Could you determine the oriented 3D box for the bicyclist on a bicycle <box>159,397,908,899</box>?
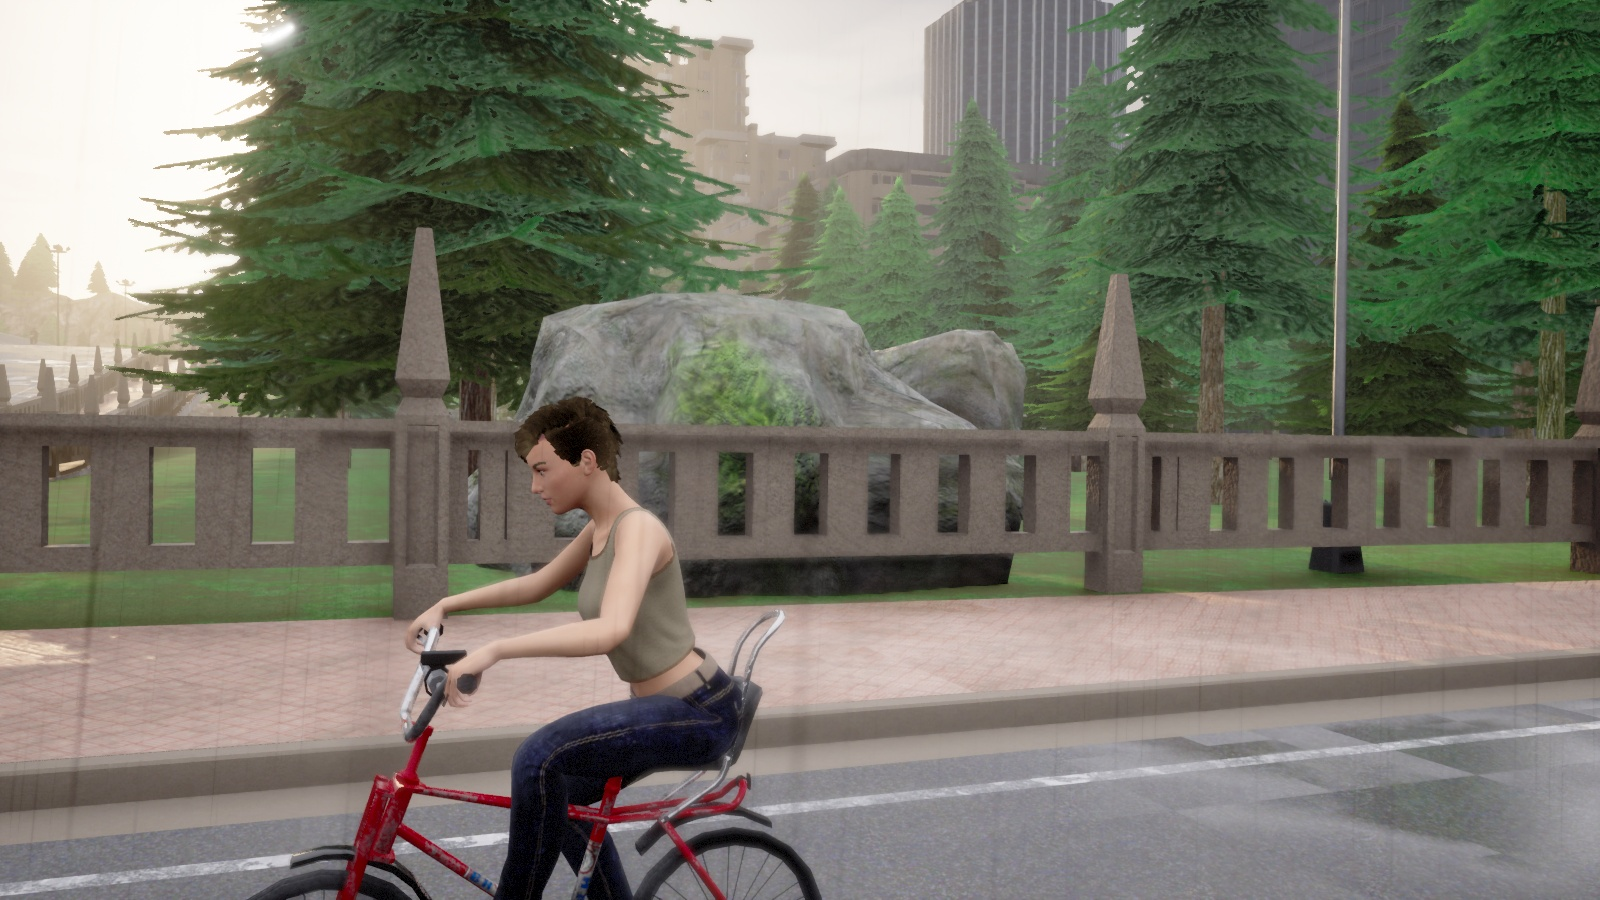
[{"bbox_3d":[-0.616,0.692,2.999,1.509,1.612,0.866,-1,1,-20],"label":"bicyclist on a bicycle"}]
